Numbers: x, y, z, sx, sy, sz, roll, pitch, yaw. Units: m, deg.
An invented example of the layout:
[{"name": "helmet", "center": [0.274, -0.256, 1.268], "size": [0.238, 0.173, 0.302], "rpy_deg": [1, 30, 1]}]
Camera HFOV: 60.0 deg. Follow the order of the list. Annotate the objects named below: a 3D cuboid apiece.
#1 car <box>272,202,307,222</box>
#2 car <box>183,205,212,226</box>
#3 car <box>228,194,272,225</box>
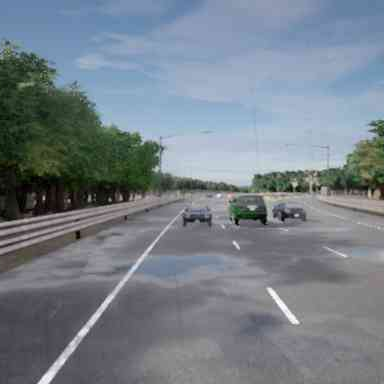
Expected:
[{"name": "car", "center": [7.466, 1.481, 25.792], "size": [1.812, 1.442, 4.674], "rpy_deg": [0, 0, 2]}, {"name": "car", "center": [0.387, 1.557, 23.255], "size": [1.895, 1.301, 4.718], "rpy_deg": [0, 0, 1]}, {"name": "car", "center": [3.900, 1.178, 23.817], "size": [2.150, 2.045, 5.566], "rpy_deg": [0, 0, 1]}]
